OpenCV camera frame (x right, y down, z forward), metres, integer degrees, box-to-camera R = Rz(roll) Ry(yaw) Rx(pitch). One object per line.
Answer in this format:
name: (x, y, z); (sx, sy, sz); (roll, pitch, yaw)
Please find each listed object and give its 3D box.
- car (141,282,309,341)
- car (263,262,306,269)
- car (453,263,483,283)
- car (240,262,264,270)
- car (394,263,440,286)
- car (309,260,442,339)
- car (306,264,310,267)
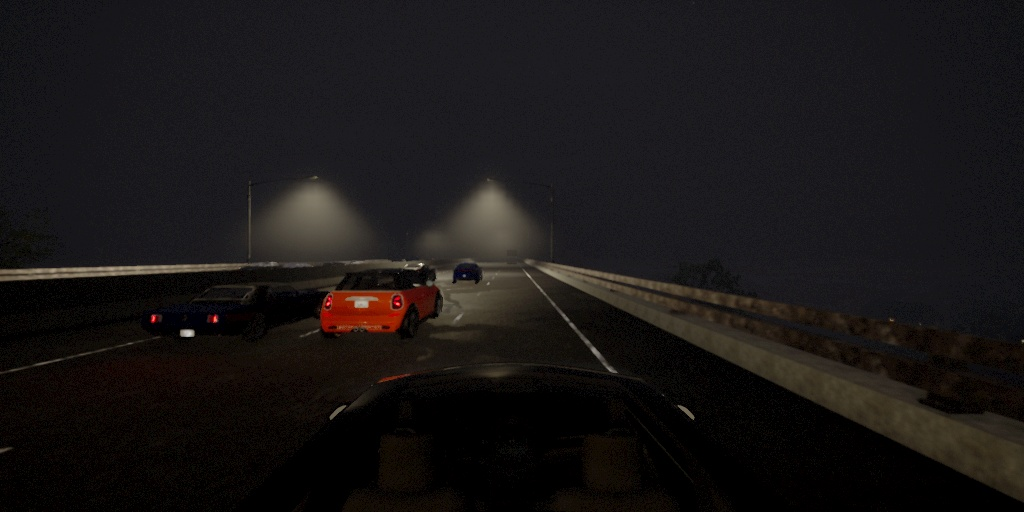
car: (-6.909, 1.368, 9.863); (1.895, 1.301, 4.718); (0, 0, 0)
car: (-21.096, 1.358, 34.845); (2.033, 1.411, 5.357); (0, 0, 0)
car: (-3.408, 1.278, 28.130); (1.882, 1.535, 5.008); (0, 0, 0)
car: (-24.590, 1.303, 35.451); (2.128, 1.511, 4.902); (0, 0, 0)
car: (-6.909, 1.289, 26.603); (2.128, 1.511, 4.902); (0, 0, 0)
car: (-3.411, 1.119, 10.263); (2.097, 1.767, 4.553); (0, 0, 0)
car: (-17.599, 1.337, 34.967); (1.812, 1.442, 4.674); (0, 0, 0)
